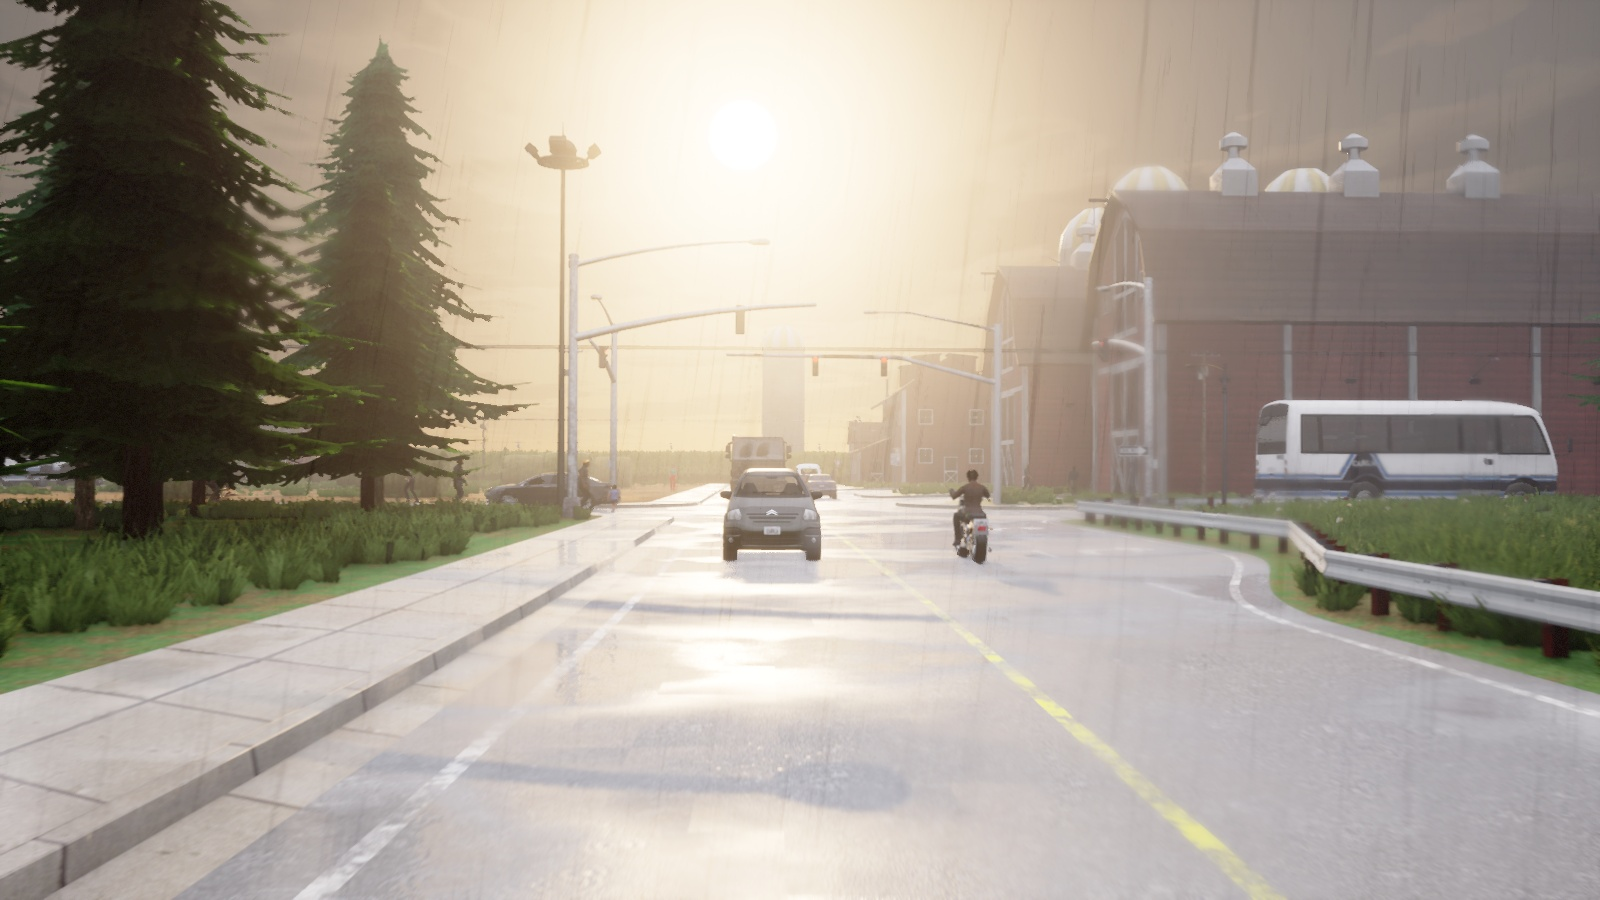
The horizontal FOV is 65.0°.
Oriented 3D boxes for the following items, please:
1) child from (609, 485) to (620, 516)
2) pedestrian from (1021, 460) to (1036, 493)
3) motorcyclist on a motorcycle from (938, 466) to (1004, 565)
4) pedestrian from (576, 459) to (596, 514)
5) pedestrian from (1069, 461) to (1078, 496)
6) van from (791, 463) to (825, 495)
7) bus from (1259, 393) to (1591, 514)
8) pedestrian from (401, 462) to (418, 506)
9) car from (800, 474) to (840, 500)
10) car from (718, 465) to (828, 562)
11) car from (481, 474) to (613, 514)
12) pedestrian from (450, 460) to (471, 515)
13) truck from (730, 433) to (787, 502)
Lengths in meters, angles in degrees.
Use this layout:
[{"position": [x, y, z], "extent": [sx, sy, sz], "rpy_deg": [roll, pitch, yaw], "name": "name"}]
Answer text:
[{"position": [-6.555, 1.778, 44.358], "extent": [0.255, 1.110, 0.394], "rpy_deg": [0, -1, 12], "name": "child"}, {"position": [12.905, 1.493, 70.962], "extent": [0.694, 1.848, 0.540], "rpy_deg": [-1, -1, 29], "name": "pedestrian"}, {"position": [3.009, 1.126, 22.306], "extent": [0.766, 1.649, 2.350], "rpy_deg": [0, -1, -2], "name": "motorcyclist on a motorcycle"}, {"position": [-7.202, 1.233, 42.253], "extent": [0.634, 1.846, 0.331], "rpy_deg": [0, -1, 1], "name": "pedestrian"}, {"position": [14.293, 1.503, 65.659], "extent": [0.370, 1.835, 0.726], "rpy_deg": [0, -1, 7], "name": "pedestrian"}, {"position": [0.542, 1.952, 85.943], "extent": [2.069, 2.038, 4.480], "rpy_deg": [-1, 0, -2], "name": "van"}, {"position": [22.819, 0.149, 46.331], "extent": [10.273, 4.253, 3.944], "rpy_deg": [0, -1, -1], "name": "bus"}, {"position": [-16.680, 1.453, 53.677], "extent": [0.594, 1.836, 0.345], "rpy_deg": [0, -1, 12], "name": "pedestrian"}, {"position": [1.101, 2.056, 71.518], "extent": [2.033, 1.411, 5.357], "rpy_deg": [0, -1, -2], "name": "car"}, {"position": [-0.525, 1.102, 23.125], "extent": [1.851, 1.617, 3.988], "rpy_deg": [0, -1, -2], "name": "car"}, {"position": [-9.831, 1.708, 49.077], "extent": [4.892, 1.490, 1.837], "rpy_deg": [0, -1, -4], "name": "car"}, {"position": [-11.427, 1.251, 42.297], "extent": [0.614, 1.847, 0.353], "rpy_deg": [0, -1, 6], "name": "pedestrian"}, {"position": [-2.255, 0.972, 67.725], "extent": [2.891, 3.462, 7.936], "rpy_deg": [0, -1, -2], "name": "truck"}]
